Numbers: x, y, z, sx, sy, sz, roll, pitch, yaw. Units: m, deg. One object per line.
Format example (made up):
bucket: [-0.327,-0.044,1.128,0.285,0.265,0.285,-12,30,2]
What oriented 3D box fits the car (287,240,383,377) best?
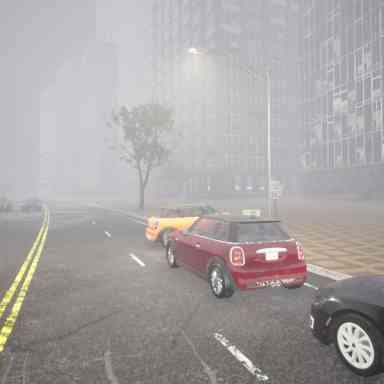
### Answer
car: [3.605,1.505,3.415,1.837,1.490,4.892,0,0,-36]

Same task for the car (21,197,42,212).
car: [-18.934,1.393,39.370,2.097,1.767,4.553,0,0,-24]

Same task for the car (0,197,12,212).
car: [-21.900,1.390,38.041,2.097,1.767,4.553,0,0,-24]

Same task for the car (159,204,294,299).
car: [0.856,1.355,8.879,2.097,1.767,4.553,0,0,-22]

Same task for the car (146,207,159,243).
car: [0.324,1.276,14.507,4.553,1.767,2.097,-3,1,-18]
